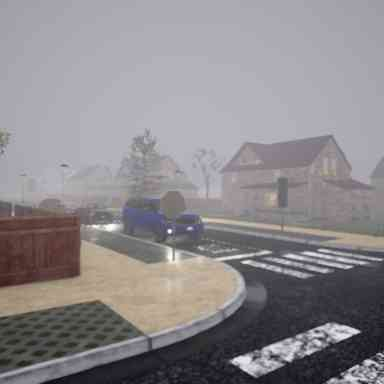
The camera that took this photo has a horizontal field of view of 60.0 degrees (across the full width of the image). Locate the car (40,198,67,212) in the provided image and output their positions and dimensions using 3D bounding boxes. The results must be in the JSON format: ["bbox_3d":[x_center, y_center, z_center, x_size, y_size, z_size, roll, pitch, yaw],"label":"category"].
[{"bbox_3d":[-14.948,1.431,35.707,1.882,1.535,5.008,1,0,-36],"label":"car"}]

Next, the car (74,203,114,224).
[{"bbox_3d":[-7.477,1.572,25.246,1.994,1.385,4.181,1,0,-36],"label":"car"}]

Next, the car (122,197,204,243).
[{"bbox_3d":[-1.689,1.276,17.105,2.150,2.045,5.566,1,0,-36],"label":"car"}]
